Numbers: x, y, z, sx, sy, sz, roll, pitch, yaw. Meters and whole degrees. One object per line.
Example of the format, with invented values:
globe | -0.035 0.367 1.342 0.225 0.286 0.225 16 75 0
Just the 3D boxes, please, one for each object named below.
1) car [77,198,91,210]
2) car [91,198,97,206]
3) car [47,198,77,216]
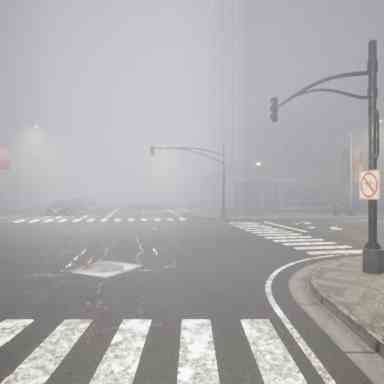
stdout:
car | -14.783 1.499 43.294 1.882 1.535 5.008 0 0 -9
car | -16.375 1.595 53.138 1.994 1.385 4.181 0 0 -9
car | -13.196 1.539 33.462 1.812 1.442 4.674 0 0 -10
